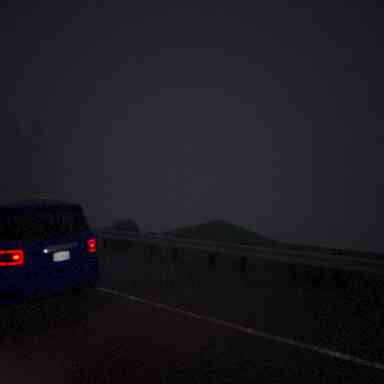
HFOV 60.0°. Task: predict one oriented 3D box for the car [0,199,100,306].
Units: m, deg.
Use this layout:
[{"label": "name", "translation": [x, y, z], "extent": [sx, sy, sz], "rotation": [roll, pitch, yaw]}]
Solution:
[{"label": "car", "translation": [-4.368, 1.172, 7.323], "extent": [5.566, 2.045, 2.150], "rotation": [0, 0, 37]}]
